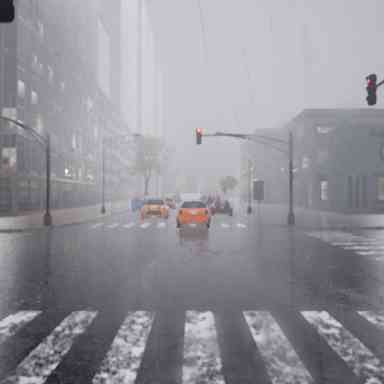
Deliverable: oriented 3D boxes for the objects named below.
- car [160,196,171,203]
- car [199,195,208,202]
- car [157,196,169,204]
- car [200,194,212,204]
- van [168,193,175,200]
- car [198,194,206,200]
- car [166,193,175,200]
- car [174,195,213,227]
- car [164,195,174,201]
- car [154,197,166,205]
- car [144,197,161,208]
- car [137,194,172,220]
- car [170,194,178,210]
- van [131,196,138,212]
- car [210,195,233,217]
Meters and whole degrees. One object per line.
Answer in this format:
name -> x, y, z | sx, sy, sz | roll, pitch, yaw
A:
car -> -5.681, 1.503, 71.142 | 1.947, 1.339, 4.313 | 1, 0, 0
car -> 2.699, 1.498, 76.856 | 1.947, 1.339, 4.313 | 1, 0, 0
car -> -5.680, 1.508, 65.469 | 1.947, 1.339, 4.313 | 1, 0, 0
car -> 2.704, 1.258, 65.508 | 2.192, 1.841, 5.009 | 1, 0, 0
van -> -5.677, 1.256, 93.838 | 1.690, 1.788, 3.998 | 1, 0, 0
car -> 2.700, 1.361, 88.203 | 1.967, 1.590, 4.097 | 1, 0, 0
car -> -5.677, 1.236, 88.164 | 2.192, 1.841, 5.009 | 1, 0, 0
car -> 0.099, 1.334, 22.720 | 2.097, 1.767, 4.553 | 0, 0, 0
car -> -5.681, 1.477, 82.490 | 2.008, 1.369, 4.403 | 1, 0, 0
car -> -5.680, 1.529, 59.794 | 1.802, 1.307, 4.206 | 1, 0, 0
car -> -5.678, 1.484, 48.276 | 1.752, 1.417, 4.829 | 1, 0, 0
car -> -3.025, 1.330, 27.789 | 2.097, 1.767, 4.553 | 0, 0, -2
car -> -3.095, 1.463, 42.130 | 1.837, 1.490, 4.892 | 0, 2, 0
van -> -5.675, 1.309, 37.098 | 1.690, 1.788, 3.998 | 1, 0, 0
car -> 2.704, 1.414, 31.463 | 1.967, 1.590, 4.097 | 1, 0, 0
